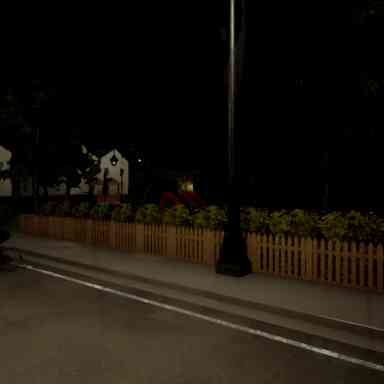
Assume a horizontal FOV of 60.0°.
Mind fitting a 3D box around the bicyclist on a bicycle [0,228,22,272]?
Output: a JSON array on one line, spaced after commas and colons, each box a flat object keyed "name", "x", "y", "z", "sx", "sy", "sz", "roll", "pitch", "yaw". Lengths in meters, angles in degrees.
[{"name": "bicyclist on a bicycle", "x": -5.394, "y": 1.439, "z": 8.892, "sx": 0.582, "sy": 1.620, "sz": 1.656, "roll": 0, "pitch": 1, "yaw": 38}]

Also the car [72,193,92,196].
[{"name": "car", "x": -19.812, "y": 1.213, "z": 57.904, "sx": 2.150, "sy": 2.045, "sz": 5.566, "roll": 0, "pitch": 0, "yaw": 37}]
